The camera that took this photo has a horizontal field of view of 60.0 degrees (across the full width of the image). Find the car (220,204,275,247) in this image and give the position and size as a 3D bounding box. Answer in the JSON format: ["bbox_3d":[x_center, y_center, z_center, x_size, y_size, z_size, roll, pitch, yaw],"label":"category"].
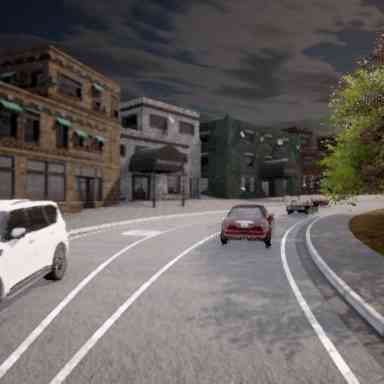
[{"bbox_3d":[2.704,1.337,15.412,2.097,1.767,4.553,0,0,16],"label":"car"}]

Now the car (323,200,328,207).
[{"bbox_3d":[15.295,1.311,42.312,4.718,1.301,1.895,-1,0,-41],"label":"car"}]

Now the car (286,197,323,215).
[{"bbox_3d":[10.505,1.448,31.346,1.895,1.301,4.718,0,0,35],"label":"car"}]

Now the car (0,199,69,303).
[{"bbox_3d":[-4.286,1.202,6.786,2.150,2.045,5.566,0,0,-3],"label":"car"}]
